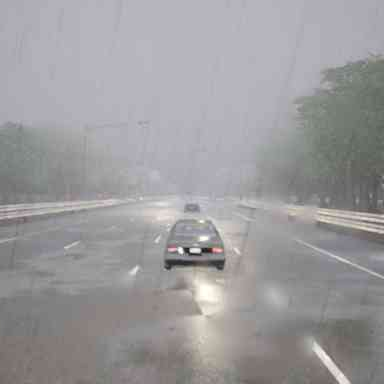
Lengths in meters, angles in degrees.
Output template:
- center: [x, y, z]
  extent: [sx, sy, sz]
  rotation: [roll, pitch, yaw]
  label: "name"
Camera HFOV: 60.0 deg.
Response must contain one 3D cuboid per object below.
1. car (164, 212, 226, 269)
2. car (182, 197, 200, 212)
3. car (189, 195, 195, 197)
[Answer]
- center: [0.084, 1.634, 11.435]
  extent: [2.033, 1.411, 5.357]
  rotation: [1, 0, 0]
  label: "car"
- center: [0.011, 1.796, 42.950]
  extent: [1.882, 1.535, 5.008]
  rotation: [1, 0, 0]
  label: "car"
- center: [-0.059, 2.030, 72.104]
  extent: [1.837, 1.490, 4.892]
  rotation: [1, 0, 0]
  label: "car"
